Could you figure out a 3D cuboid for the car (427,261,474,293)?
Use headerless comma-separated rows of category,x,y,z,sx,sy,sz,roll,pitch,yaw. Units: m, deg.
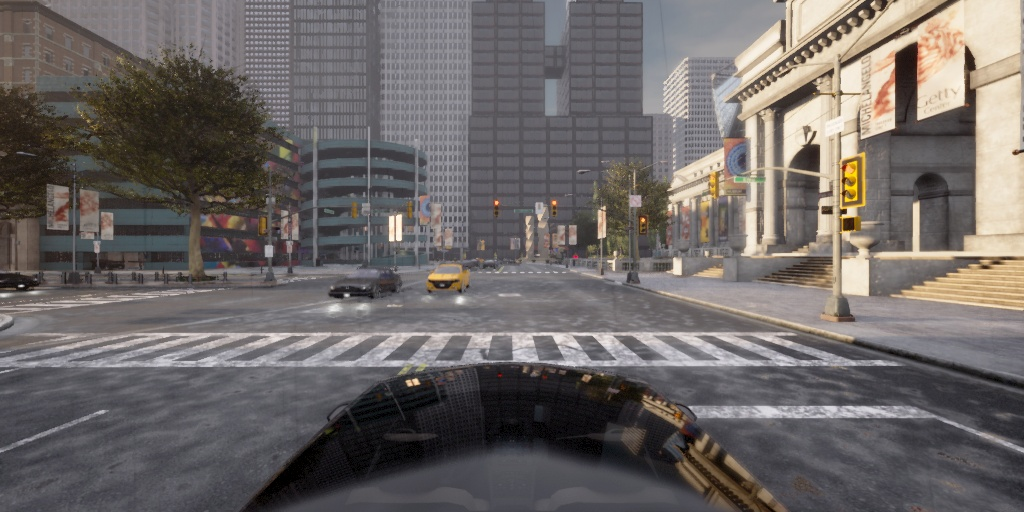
car,-3.562,1.227,20.786,1.882,1.535,5.008,0,0,0

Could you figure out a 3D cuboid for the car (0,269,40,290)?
car,-30.245,1.297,20.156,5.357,1.411,2.033,0,0,0

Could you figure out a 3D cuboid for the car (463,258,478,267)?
car,-6.990,1.297,56.082,2.033,1.411,5.357,0,0,0

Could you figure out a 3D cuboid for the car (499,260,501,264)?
car,-3.482,1.276,65.256,1.812,1.442,4.674,0,0,0

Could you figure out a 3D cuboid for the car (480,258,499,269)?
car,-3.494,1.228,56.224,1.882,1.535,5.008,0,0,0

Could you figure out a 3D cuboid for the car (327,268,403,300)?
car,-7.066,1.296,17.997,2.033,1.411,5.357,0,0,0
